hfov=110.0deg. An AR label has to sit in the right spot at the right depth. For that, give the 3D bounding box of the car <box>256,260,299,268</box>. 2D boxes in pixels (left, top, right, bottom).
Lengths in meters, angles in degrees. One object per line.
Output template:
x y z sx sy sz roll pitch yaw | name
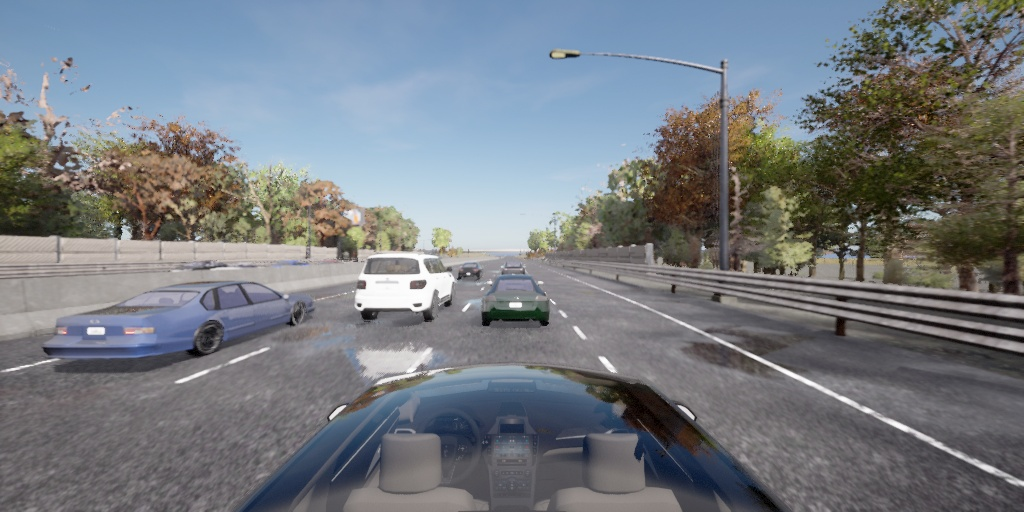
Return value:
-21.091 1.179 33.722 1.882 1.535 5.008 0 0 0 | car

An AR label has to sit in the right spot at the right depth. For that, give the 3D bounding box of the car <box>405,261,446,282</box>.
-6.897 1.198 29.214 2.128 1.511 4.902 0 0 0 | car

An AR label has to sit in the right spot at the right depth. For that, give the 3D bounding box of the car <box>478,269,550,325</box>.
0.100 1.295 11.743 1.994 1.385 4.181 0 0 0 | car

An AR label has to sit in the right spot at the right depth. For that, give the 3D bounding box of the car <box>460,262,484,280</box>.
-3.413 1.231 30.314 1.812 1.442 4.674 0 0 0 | car

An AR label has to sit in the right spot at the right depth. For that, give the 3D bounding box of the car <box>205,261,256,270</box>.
-24.594 1.303 32.403 1.895 1.301 4.718 0 0 0 | car

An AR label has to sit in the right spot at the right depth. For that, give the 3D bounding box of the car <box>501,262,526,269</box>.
0.103 1.198 29.215 2.128 1.511 4.902 0 0 0 | car

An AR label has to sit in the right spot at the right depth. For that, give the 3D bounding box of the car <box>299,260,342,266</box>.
-17.591 1.179 34.123 1.882 1.535 5.008 0 0 0 | car

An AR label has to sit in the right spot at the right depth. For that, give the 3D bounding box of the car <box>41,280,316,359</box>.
-6.899 1.284 8.456 2.033 1.411 5.357 0 0 0 | car

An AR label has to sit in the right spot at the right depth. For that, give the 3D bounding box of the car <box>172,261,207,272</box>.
-28.091 1.195 32.513 2.128 1.511 4.902 0 0 0 | car

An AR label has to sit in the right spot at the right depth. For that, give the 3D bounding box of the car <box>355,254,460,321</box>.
-3.399 0.951 12.451 2.150 2.045 5.566 0 0 0 | car
